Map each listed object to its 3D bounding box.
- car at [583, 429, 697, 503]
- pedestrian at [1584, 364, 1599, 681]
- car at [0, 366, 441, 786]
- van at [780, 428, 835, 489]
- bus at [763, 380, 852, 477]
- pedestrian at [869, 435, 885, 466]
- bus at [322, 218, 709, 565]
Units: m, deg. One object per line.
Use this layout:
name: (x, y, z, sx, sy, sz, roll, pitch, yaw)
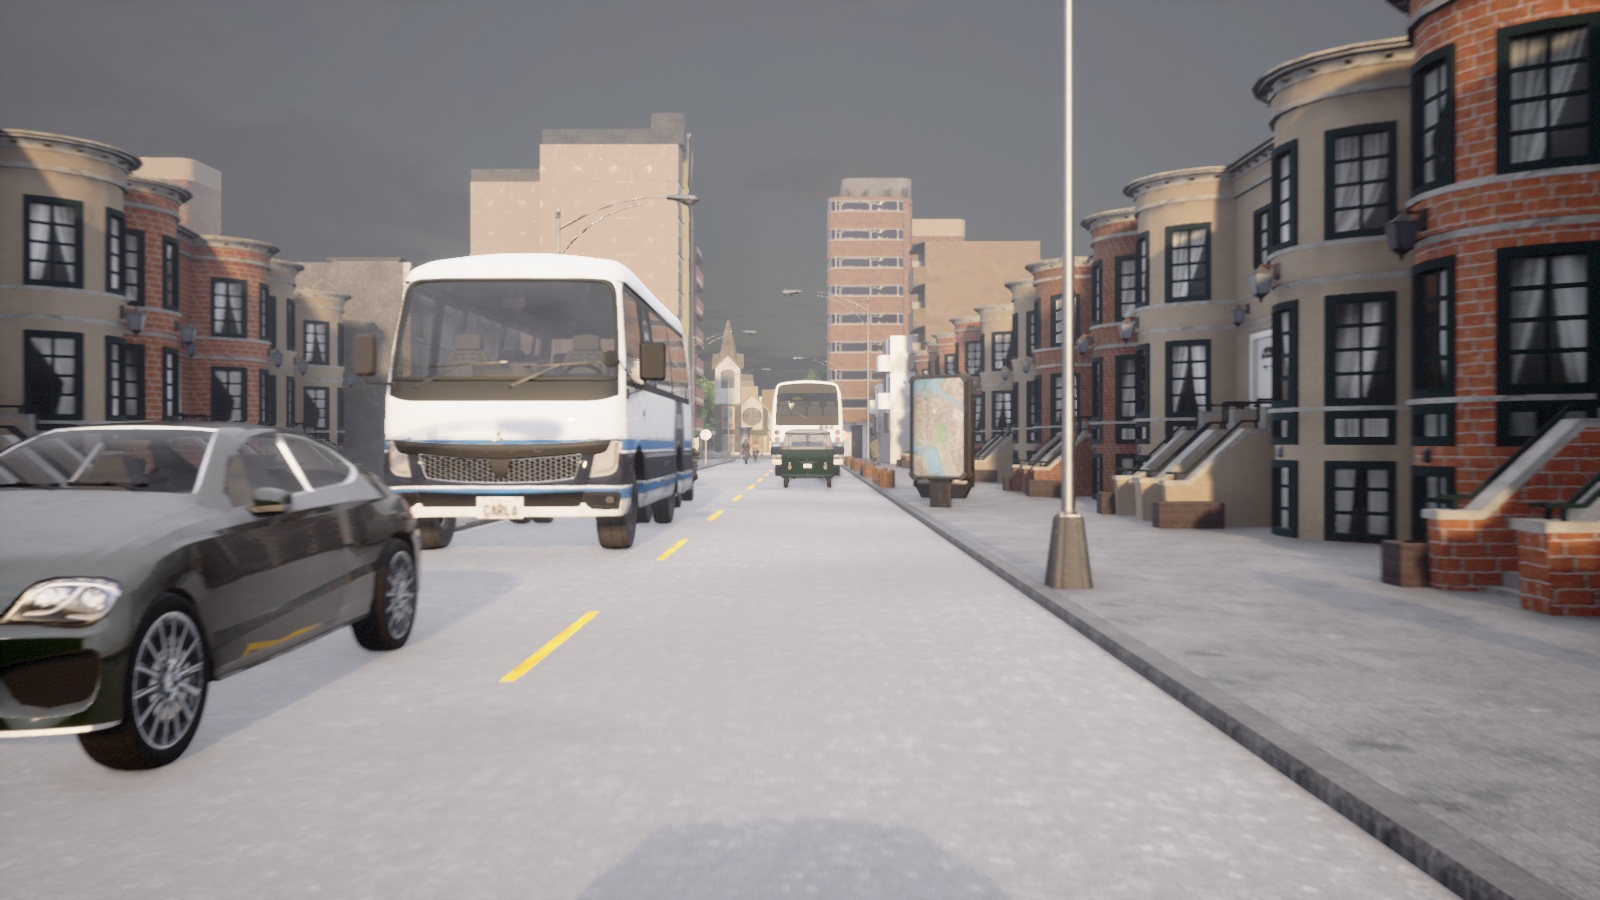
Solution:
car: (-3.812, 0.351, 30.736, 2.152, 1.651, 5.027, 0, 0, 0)
pedestrian: (4.994, 0.421, 7.013, 0.634, 1.844, 0.899, 0, 0, -4)
car: (-3.942, 0.481, 7.456, 2.152, 1.651, 5.027, 0, 0, 0)
van: (0.261, 0.259, 43.380, 1.775, 1.987, 4.442, 0, 0, 0)
bus: (0.356, -0.964, 60.269, 3.944, 4.253, 10.273, 0, 0, 0)
pedestrian: (4.802, 0.024, 78.513, 0.659, 1.952, 0.873, 0, 0, -22)
bus: (-3.867, -0.747, 20.542, 3.944, 4.253, 10.273, 0, 0, 0)
